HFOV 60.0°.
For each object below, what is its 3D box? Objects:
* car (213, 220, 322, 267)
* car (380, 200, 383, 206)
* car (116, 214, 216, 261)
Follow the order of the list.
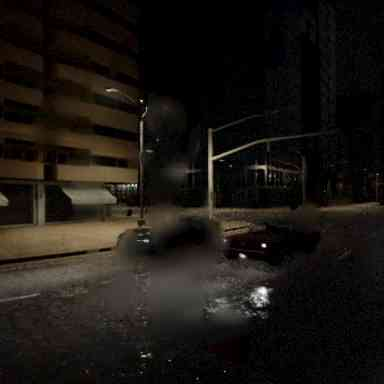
[{"bbox_3d":[3.054,1.749,12.297,1.895,1.301,4.718,-1,-1,41],"label":"car"},{"bbox_3d":[39.667,2.252,68.055,1.895,1.301,4.718,-1,-1,36],"label":"car"},{"bbox_3d":[-0.730,1.676,13.288,2.128,1.511,4.902,-1,-1,41],"label":"car"}]
